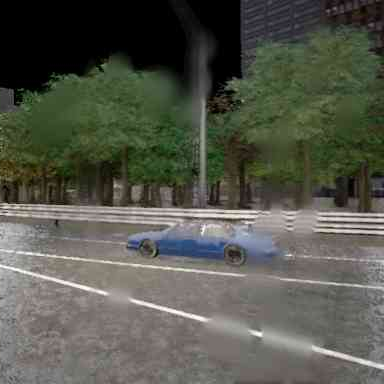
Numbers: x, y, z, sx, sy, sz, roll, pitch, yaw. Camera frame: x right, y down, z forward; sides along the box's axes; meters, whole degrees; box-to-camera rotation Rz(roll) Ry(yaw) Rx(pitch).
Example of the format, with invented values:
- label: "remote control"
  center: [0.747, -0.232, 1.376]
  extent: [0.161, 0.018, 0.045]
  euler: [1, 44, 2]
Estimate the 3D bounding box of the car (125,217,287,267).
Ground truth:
- label: "car"
  center: [0.404, 1.569, 11.350]
  extent: [5.357, 1.411, 2.033]
  euler: [0, 0, 23]
